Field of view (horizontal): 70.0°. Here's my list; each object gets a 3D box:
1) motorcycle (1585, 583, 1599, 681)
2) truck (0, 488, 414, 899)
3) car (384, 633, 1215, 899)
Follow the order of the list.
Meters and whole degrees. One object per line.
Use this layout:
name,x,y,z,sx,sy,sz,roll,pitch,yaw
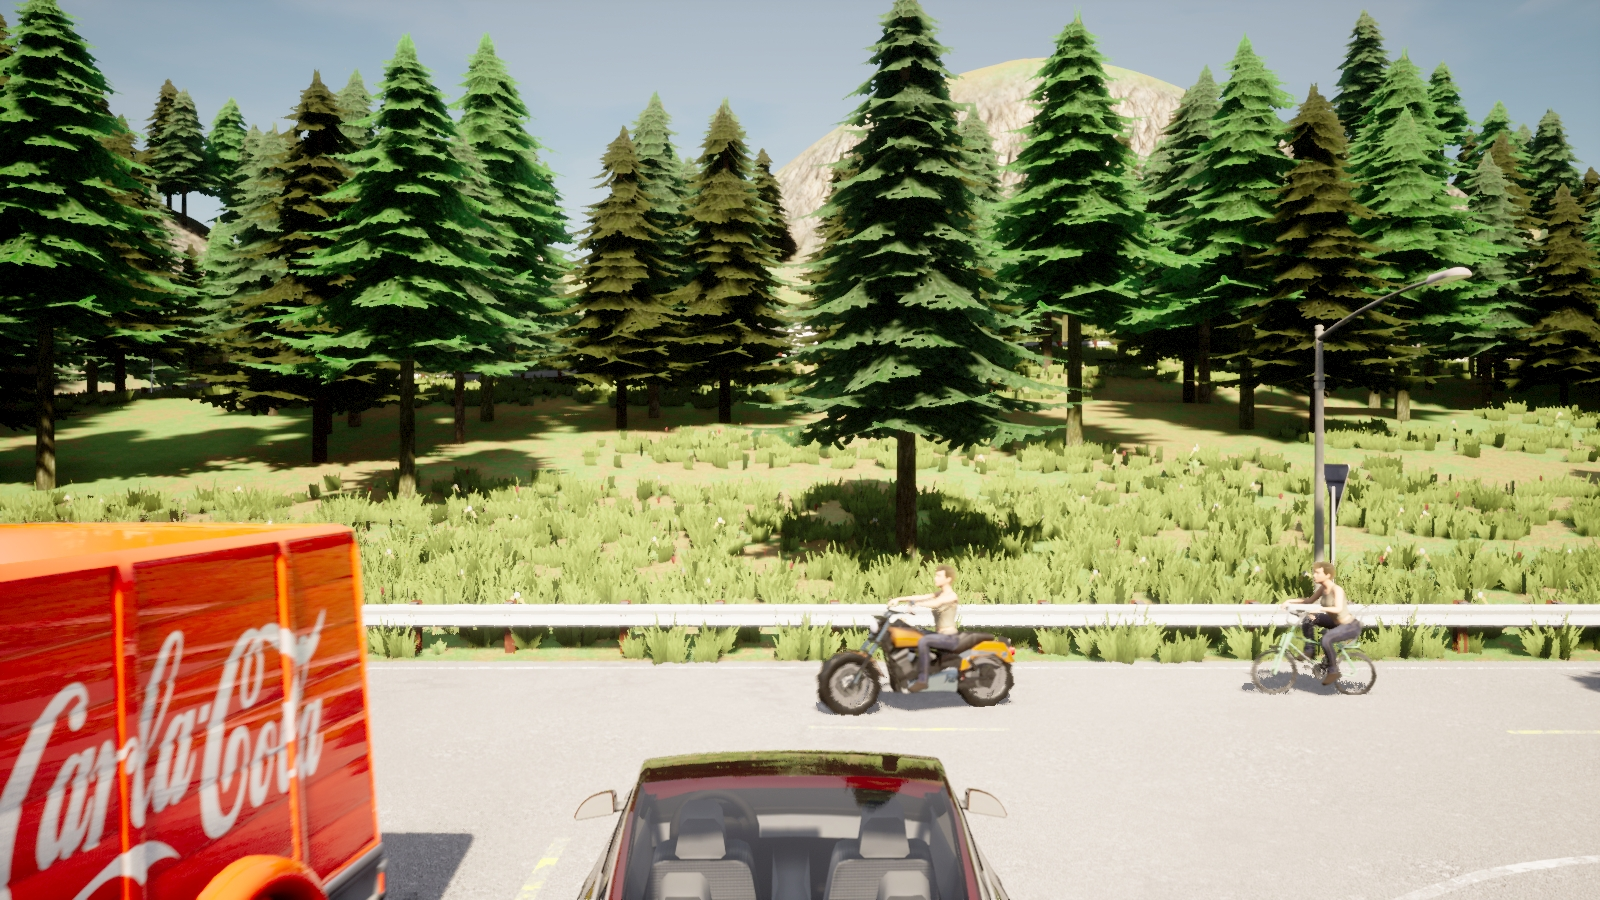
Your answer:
motorcycle,10.666,2.213,13.644,2.033,1.145,0.803,0,0,0
truck,-3.491,1.429,3.531,2.627,2.467,5.204,0,0,3
car,-0.034,1.936,5.151,2.163,1.488,4.792,0,-1,-1
